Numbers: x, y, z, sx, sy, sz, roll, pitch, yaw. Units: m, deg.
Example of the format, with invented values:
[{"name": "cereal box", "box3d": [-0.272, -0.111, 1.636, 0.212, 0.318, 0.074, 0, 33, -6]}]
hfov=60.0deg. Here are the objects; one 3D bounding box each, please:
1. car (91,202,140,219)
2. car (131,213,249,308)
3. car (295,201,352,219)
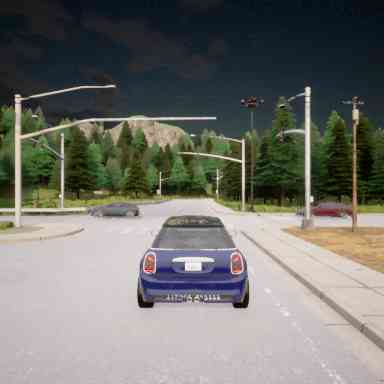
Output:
[{"name": "car", "box3d": [-6.628, 1.580, 29.038, 4.181, 1.385, 1.994, 0, 0, 1]}, {"name": "car", "box3d": [0.040, 1.348, 8.069, 2.097, 1.767, 4.553, 0, 0, 0]}, {"name": "car", "box3d": [11.333, 1.552, 28.748, 4.674, 1.442, 1.812, 0, 0, 1]}]
